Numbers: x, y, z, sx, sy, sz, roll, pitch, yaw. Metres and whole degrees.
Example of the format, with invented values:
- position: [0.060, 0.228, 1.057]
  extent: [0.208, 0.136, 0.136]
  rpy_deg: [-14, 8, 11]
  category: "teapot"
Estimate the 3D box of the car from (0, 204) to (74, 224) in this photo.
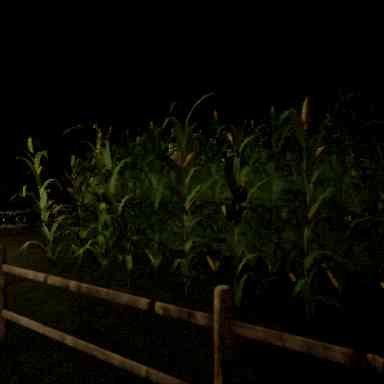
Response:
- position: [-10.958, 1.472, 23.582]
  extent: [1.895, 1.301, 4.718]
  rpy_deg: [0, 1, 38]
  category: "car"
